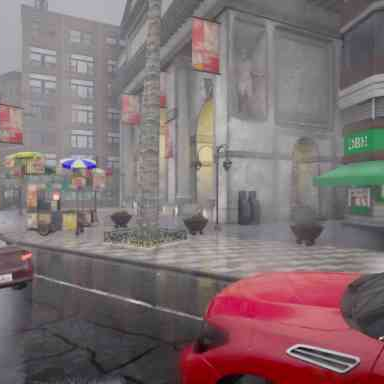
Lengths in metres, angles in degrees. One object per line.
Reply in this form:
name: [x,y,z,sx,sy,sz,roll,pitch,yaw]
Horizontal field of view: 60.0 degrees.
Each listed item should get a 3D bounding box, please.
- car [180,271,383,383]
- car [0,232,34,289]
car: [2.537,1.222,2.080,5.566,2.045,2.150,0,0,36]
car: [-5.544,1.526,7.821,4.674,1.442,1.812,0,0,35]
